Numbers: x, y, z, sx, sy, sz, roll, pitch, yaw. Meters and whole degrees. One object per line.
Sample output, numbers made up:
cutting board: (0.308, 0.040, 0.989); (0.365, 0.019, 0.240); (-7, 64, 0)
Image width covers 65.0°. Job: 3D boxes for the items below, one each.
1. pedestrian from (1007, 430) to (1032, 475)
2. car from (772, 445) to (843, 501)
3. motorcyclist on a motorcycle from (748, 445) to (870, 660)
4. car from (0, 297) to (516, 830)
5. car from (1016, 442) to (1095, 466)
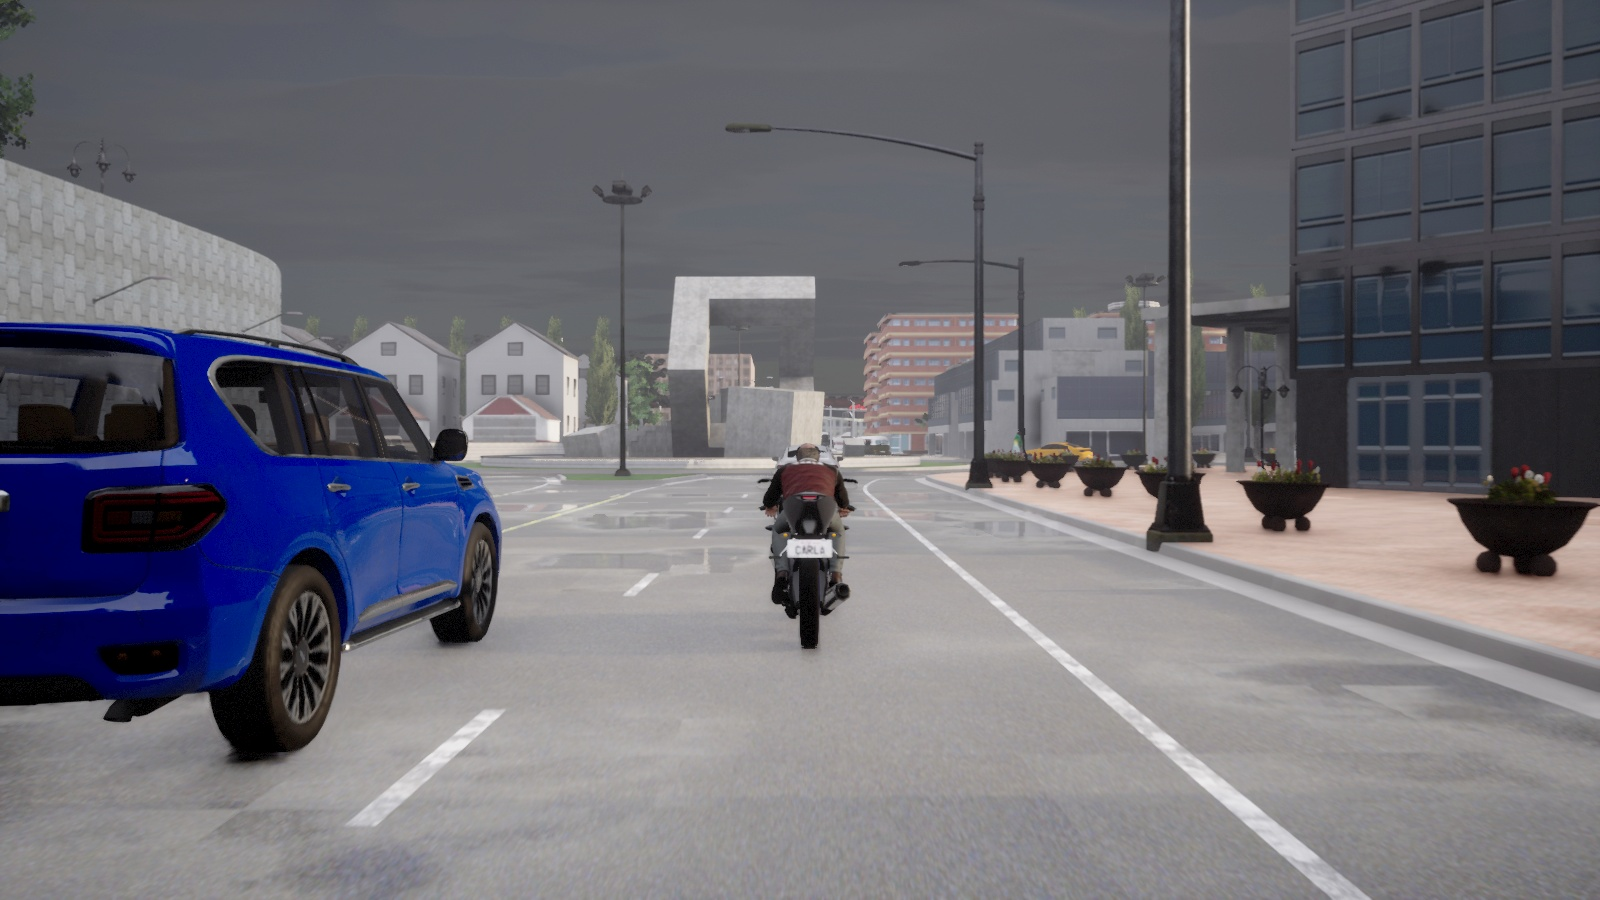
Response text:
pedestrian: (9.687, 0.097, 55.364); (0.873, 1.952, 0.659); (0, 0, -21)
car: (0.215, 0.578, 34.567); (1.812, 1.442, 4.674); (0, 0, 0)
motorcyclist on a motorcycle: (0.061, 0.725, 10.044); (0.866, 1.530, 2.191); (0, 0, 0)
car: (-3.441, 0.420, 7.607); (2.150, 2.045, 5.566); (0, 0, 0)
car: (17.406, 0.255, 85.783); (5.008, 1.535, 1.882); (0, 1, 40)
